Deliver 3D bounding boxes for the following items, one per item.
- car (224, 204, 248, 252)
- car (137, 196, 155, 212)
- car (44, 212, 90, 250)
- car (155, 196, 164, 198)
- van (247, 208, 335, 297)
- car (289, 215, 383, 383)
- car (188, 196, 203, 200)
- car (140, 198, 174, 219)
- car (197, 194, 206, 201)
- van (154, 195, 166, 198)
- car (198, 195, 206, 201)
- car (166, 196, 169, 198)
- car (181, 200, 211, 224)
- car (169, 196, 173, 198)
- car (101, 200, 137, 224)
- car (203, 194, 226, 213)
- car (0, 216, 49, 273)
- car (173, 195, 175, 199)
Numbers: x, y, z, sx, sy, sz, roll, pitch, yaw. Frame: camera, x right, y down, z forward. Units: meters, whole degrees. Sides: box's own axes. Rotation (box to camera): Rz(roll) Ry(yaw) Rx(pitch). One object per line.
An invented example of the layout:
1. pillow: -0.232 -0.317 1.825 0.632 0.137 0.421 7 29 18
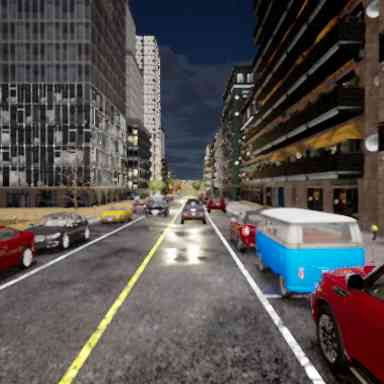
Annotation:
1. car: 2.672 1.463 14.061 1.967 1.590 4.097 -1 0 0
2. car: -5.674 1.499 36.977 1.967 1.590 4.097 -1 0 0
3. car: -5.672 1.573 14.186 2.008 1.369 4.403 -1 0 0
4. car: -5.672 1.642 48.373 1.947 1.339 4.313 -1 0 0
5. van: 2.670 1.355 8.363 1.690 1.788 3.998 -1 0 0
6. car: 2.669 1.320 2.666 2.192 1.841 5.009 -1 0 0
7. car: 0.100 1.571 41.756 1.837 1.490 4.892 0 0 0
8. car: -3.055 1.540 30.219 2.128 1.511 4.902 0 0 0
9. car: 2.671 1.455 93.834 2.192 1.841 5.009 -1 0 0
10. van: -5.676 1.426 54.071 1.690 1.788 3.998 -1 0 0
11. car: 2.673 1.574 88.133 1.967 1.590 4.097 -1 0 0
12. car: -5.672 1.638 59.768 1.887 1.381 4.507 -1 0 0
13. car: 0.100 1.588 25.494 2.033 1.411 5.357 0 0 0
14. car: -5.671 1.677 71.163 1.947 1.339 4.313 -1 0 0
15. car: -5.673 1.566 25.412 1.752 1.417 4.829 -1 0 0
16. car: 2.670 1.373 36.852 2.192 1.841 5.009 -1 0 0
17. car: -5.673 1.558 8.488 1.887 1.381 4.507 -1 0 0
18. car: -5.671 1.685 76.862 1.947 1.339 4.313 -1 0 0
